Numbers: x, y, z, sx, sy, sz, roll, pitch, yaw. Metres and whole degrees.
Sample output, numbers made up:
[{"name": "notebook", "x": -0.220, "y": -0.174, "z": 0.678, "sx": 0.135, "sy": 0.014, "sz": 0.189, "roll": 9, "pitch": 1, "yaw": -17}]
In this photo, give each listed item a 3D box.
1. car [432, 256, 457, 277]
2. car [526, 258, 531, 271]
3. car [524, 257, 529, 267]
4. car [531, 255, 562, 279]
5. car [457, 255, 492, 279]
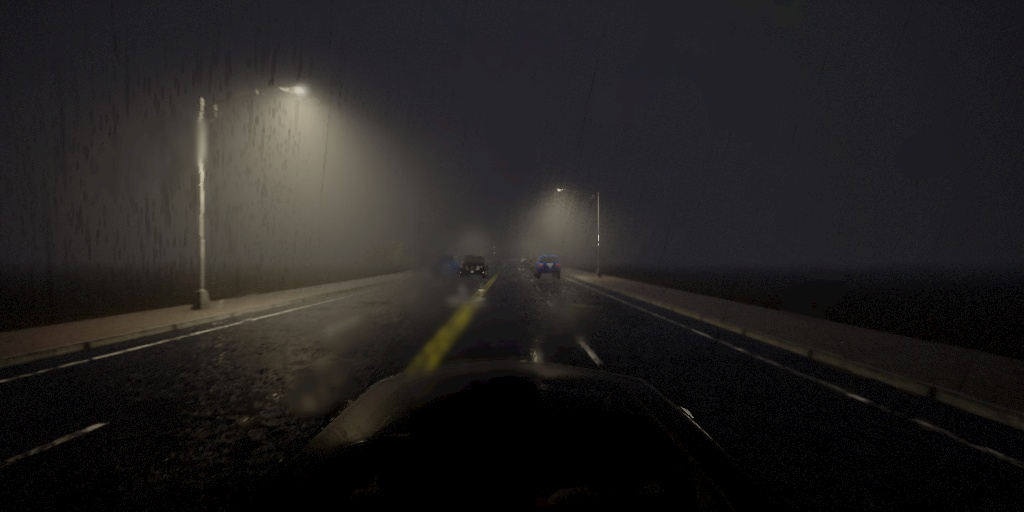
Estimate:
[{"name": "car", "x": -6.590, "y": 0.968, "z": 36.659, "sx": 2.150, "sy": 2.045, "sz": 5.566, "roll": 0, "pitch": 0, "yaw": 0}, {"name": "car", "x": 3.243, "y": 1.237, "z": 44.138, "sx": 2.128, "sy": 1.511, "sz": 4.902, "roll": 0, "pitch": 0, "yaw": 0}, {"name": "car", "x": 3.241, "y": 1.247, "z": 55.138, "sx": 1.837, "sy": 1.490, "sz": 4.892, "roll": 0, "pitch": 0, "yaw": 0}, {"name": "car", "x": 3.245, "y": 0.969, "z": 33.168, "sx": 2.150, "sy": 2.045, "sz": 5.566, "roll": 0, "pitch": 0, "yaw": 0}, {"name": "car", "x": -3.342, "y": 0.969, "z": 32.869, "sx": 2.150, "sy": 2.045, "sz": 5.566, "roll": 0, "pitch": 0, "yaw": 0}]
